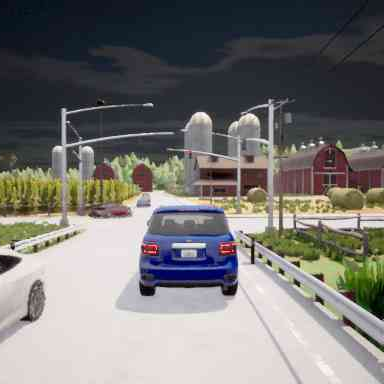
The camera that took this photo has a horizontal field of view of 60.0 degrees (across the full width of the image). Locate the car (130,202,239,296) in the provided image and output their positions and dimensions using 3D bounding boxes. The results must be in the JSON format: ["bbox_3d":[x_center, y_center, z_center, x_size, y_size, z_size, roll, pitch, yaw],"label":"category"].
[{"bbox_3d":[-0.109,1.373,9.134,2.150,2.045,5.566,0,-2,-1],"label":"car"}]

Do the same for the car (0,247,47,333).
[{"bbox_3d":[-3.667,1.568,4.706,1.812,1.442,4.674,0,-1,-1],"label":"car"}]

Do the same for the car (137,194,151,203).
[{"bbox_3d":[-6.858,1.493,47.404,1.812,1.442,4.674,0,1,-7],"label":"car"}]

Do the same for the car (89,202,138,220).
[{"bbox_3d":[-7.618,1.770,31.521,1.994,1.385,4.181,1,1,36],"label":"car"}]
